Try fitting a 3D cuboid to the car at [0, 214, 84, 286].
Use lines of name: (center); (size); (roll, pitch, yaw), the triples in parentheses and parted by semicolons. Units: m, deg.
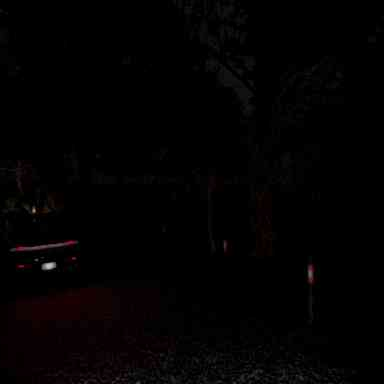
car: (-4.507, 1.374, 9.374); (2.128, 1.511, 4.902); (-3, 3, -34)
